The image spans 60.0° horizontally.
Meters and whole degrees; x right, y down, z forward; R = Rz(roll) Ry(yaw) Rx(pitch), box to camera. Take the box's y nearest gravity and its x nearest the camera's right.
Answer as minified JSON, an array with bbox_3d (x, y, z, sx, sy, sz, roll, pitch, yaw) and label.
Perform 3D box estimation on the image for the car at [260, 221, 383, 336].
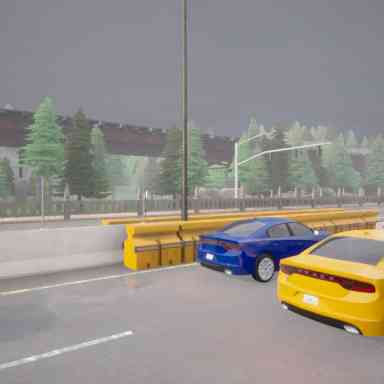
[{"bbox_3d":[3.816,1.478,6.476,5.008,1.535,1.882,0,0,-35],"label":"car"}]

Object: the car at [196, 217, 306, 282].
[{"bbox_3d":[2.455,1.478,9.805,5.008,1.535,1.882,0,0,-36],"label":"car"}]
